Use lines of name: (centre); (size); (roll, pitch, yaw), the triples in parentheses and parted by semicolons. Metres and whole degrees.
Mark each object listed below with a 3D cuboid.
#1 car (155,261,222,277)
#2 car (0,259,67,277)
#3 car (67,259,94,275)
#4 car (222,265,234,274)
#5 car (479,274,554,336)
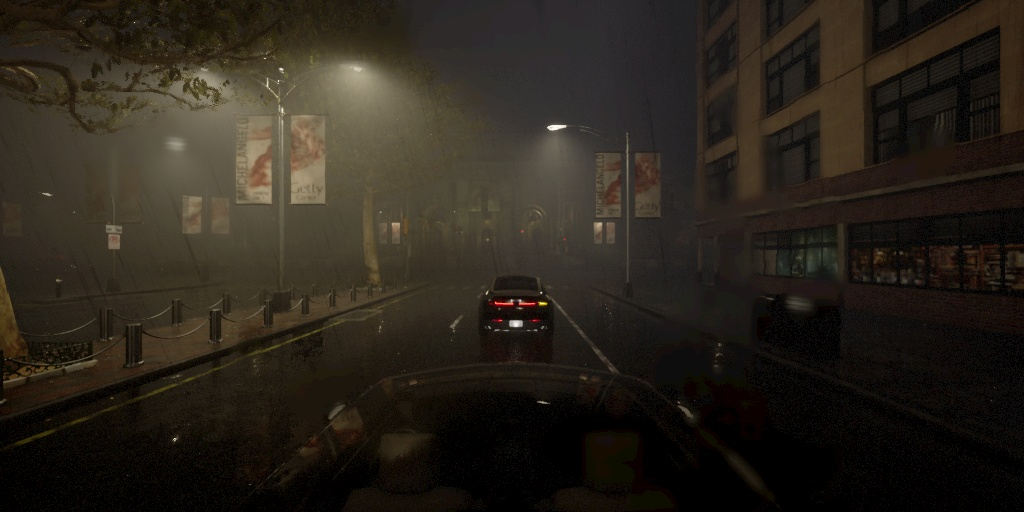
car: (-31.688, 1.242, 34.842); (4.902, 1.511, 2.128); (0, 0, 1)
car: (-47.348, 1.227, 34.948); (5.008, 1.535, 1.882); (0, 0, -1)
car: (-47.963, 1.102, 38.440); (4.553, 1.767, 2.097); (0, 0, -1)
car: (-32.582, 1.254, 38.355); (4.892, 1.490, 1.837); (0, 0, 1)
car: (0.124, 1.255, 10.385); (1.837, 1.490, 4.892); (0, 0, 1)
